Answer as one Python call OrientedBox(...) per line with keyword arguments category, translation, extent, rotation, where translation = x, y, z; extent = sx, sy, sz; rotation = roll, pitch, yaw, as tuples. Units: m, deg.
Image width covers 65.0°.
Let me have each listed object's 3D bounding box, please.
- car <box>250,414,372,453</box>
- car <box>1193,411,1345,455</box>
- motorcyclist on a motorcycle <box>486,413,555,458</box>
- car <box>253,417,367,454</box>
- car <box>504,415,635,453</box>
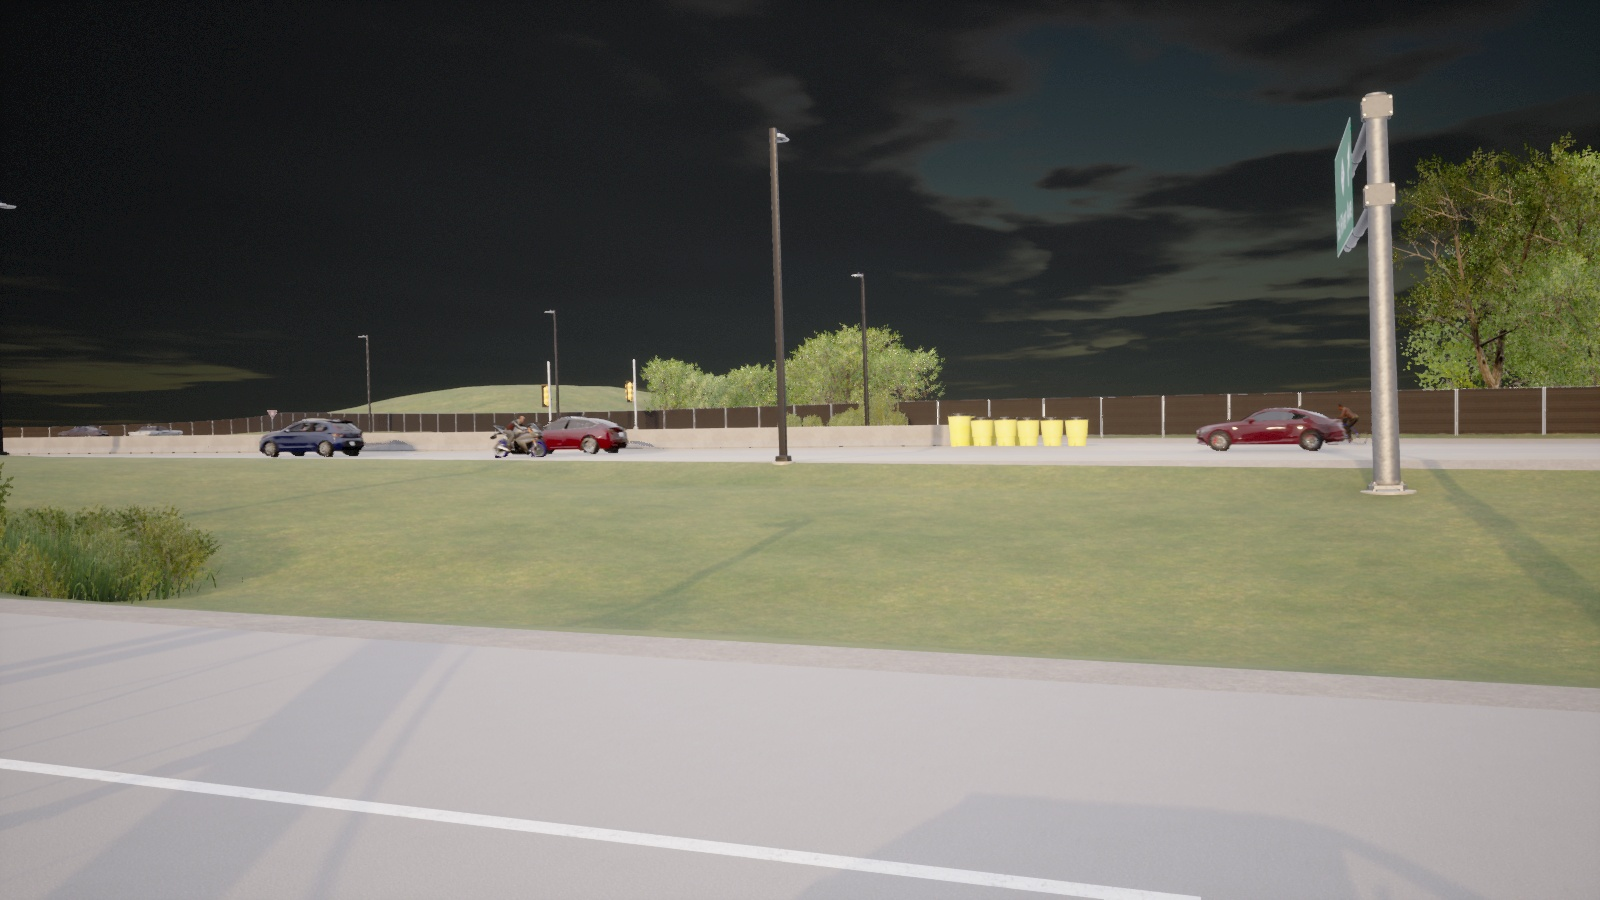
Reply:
OrientedBox(category="car", translation=(-21.651, -0.730, 55.605), extent=(4.856, 1.649, 2.033), rotation=(0, 1, 20))
OrientedBox(category="car", translation=(15.658, -0.563, 42.043), extent=(4.674, 1.442, 1.812), rotation=(0, 1, 20))
OrientedBox(category="motorcyclist on a motorcycle", translation=(-9.755, -0.499, 43.834), extent=(2.191, 1.530, 0.866), rotation=(0, 1, 20))
OrientedBox(category="car", translation=(-20.004, -0.592, 51.284), extent=(4.193, 1.474, 1.816), rotation=(0, 1, 20))
OrientedBox(category="car", translation=(-9.374, -0.633, 51.142), extent=(4.792, 1.488, 2.163), rotation=(0, 1, 20))
